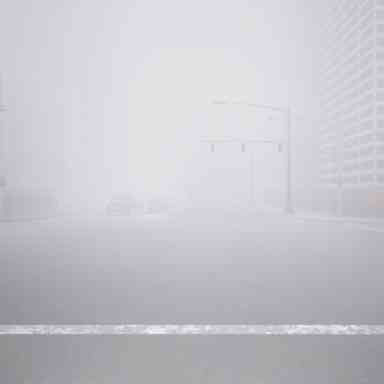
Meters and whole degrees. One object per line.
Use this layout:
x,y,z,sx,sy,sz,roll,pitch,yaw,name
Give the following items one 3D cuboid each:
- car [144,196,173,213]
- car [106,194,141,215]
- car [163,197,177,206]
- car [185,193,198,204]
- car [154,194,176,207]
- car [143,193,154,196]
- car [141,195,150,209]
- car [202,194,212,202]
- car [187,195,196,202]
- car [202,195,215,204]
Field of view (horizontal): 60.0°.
-3.676,1.492,37.430,2.128,1.511,4.902,0,0,0,car
-7.152,1.221,34.507,2.150,2.045,5.566,0,0,2,car
-3.701,1.564,56.459,1.994,1.385,4.181,0,0,0,car
-0.128,1.221,63.726,2.150,2.045,5.566,0,0,0,car
-3.690,1.352,46.646,2.097,1.767,4.553,0,0,0,car
-7.200,1.221,55.283,2.150,2.045,5.566,0,0,0,car
-7.191,1.547,44.759,2.033,1.411,5.357,0,0,0,car
3.353,1.355,74.548,2.097,1.767,4.553,0,0,0,car
-0.150,1.382,74.397,1.994,1.385,4.181,0,0,0,car
3.466,1.526,64.646,1.812,1.442,4.674,0,0,0,car
